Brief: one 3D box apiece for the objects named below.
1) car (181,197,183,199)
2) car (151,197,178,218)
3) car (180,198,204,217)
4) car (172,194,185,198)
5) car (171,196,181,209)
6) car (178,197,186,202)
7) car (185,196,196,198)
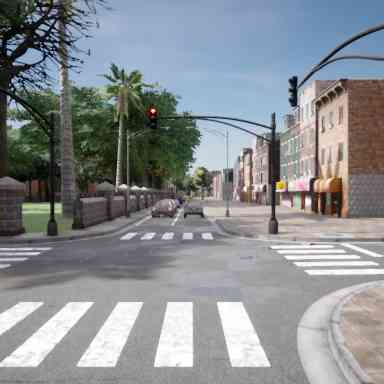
[{"bbox_3d":[-2.585,1.708,47.683,1.802,1.307,4.206,0,0,0],"label":"car"},{"bbox_3d":[-2.605,1.500,30.618,1.967,1.590,4.097,0,0,0],"label":"car"},{"bbox_3d":[0.166,1.611,31.841,2.033,1.411,5.357,0,0,0],"label":"car"},{"bbox_3d":[-2.904,1.440,64.254,2.150,2.045,5.566,0,0,0],"label":"car"},{"bbox_3d":[-2.598,1.520,36.306,1.967,1.590,4.097,0,0,0],"label":"car"},{"bbox_3d":[-2.539,1.913,87.503,2.008,1.369,4.403,-1,0,0],"label":"car"},{"bbox_3d":[0.175,1.683,63.179,1.882,1.535,5.008,0,0,0],"label":"car"}]
